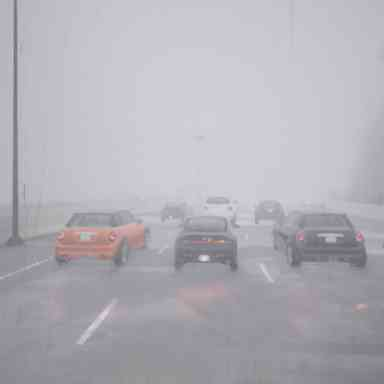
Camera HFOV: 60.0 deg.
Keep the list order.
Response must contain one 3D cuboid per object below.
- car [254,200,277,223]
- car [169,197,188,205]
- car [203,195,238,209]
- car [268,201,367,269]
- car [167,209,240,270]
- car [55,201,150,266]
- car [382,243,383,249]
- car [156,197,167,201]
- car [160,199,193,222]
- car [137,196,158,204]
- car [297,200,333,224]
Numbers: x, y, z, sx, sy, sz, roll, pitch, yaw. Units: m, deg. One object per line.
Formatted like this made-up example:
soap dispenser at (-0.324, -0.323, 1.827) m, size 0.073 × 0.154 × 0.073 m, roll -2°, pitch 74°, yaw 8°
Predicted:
car at (5.800, 1.367, 25.287) m, size 2.097 × 1.767 × 4.553 m, roll 0°, pitch 0°, yaw 10°
car at (-2.409, 1.641, 62.392) m, size 1.895 × 1.301 × 4.718 m, roll 0°, pitch 0°, yaw 21°
car at (2.151, 1.239, 24.803) m, size 2.150 × 2.045 × 5.566 m, roll 0°, pitch 0°, yaw 10°
car at (4.081, 1.358, 11.425) m, size 2.097 × 1.767 × 4.553 m, roll 0°, pitch 0°, yaw 5°
car at (0.539, 1.511, 11.149) m, size 1.837 × 1.490 × 4.892 m, roll 0°, pitch -1°, yaw 5°
car at (-2.910, 1.359, 11.811) m, size 2.097 × 1.767 × 4.553 m, roll 0°, pitch 0°, yaw 5°
car at (7.377, 1.553, 9.159) m, size 2.033 × 1.411 × 5.357 m, roll 0°, pitch 0°, yaw 5°
car at (-5.447, 1.589, 64.260) m, size 2.033 × 1.411 × 5.357 m, roll 0°, pitch 0°, yaw 21°
car at (-1.119, 1.523, 26.358) m, size 1.837 × 1.490 × 4.892 m, roll 0°, pitch 0°, yaw 10°
car at (-8.677, 1.521, 65.617) m, size 1.882 × 1.535 × 5.008 m, roll 0°, pitch 0°, yaw 21°
car at (9.501, 1.493, 26.064) m, size 1.882 × 1.535 × 5.008 m, roll 0°, pitch 0°, yaw 11°
